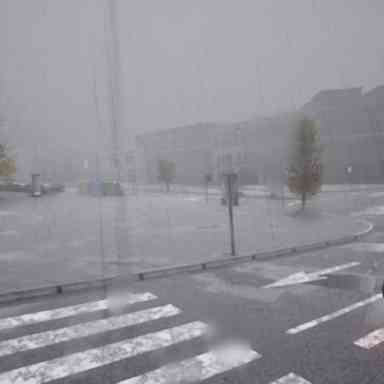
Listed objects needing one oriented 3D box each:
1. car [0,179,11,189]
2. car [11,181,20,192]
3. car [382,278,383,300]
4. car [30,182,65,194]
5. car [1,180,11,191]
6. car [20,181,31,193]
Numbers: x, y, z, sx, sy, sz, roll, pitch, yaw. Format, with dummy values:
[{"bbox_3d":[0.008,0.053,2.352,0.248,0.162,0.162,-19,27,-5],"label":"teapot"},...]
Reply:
[{"bbox_3d":[-35.572,-1.381,59.981,2.231,1.521,4.892,1,6,14],"label":"car"},{"bbox_3d":[-25.873,-0.866,53.268,2.002,1.452,4.674,0,6,16],"label":"car"},{"bbox_3d":[5.552,1.488,6.489,4.181,1.385,1.994,-2,1,-36],"label":"car"},{"bbox_3d":[-21.115,-0.615,49.746,2.163,1.488,4.792,1,6,17],"label":"car"},{"bbox_3d":[-28.270,-1.031,54.980,2.097,1.535,5.008,1,6,16],"label":"car"},{"bbox_3d":[-23.476,-0.779,51.536,2.231,1.521,4.892,1,6,17],"label":"car"}]
